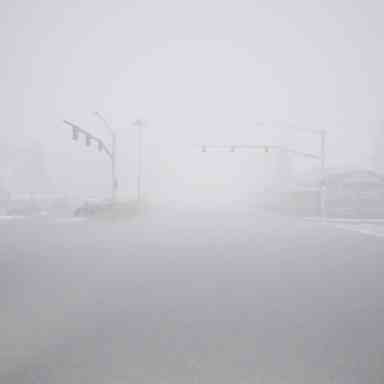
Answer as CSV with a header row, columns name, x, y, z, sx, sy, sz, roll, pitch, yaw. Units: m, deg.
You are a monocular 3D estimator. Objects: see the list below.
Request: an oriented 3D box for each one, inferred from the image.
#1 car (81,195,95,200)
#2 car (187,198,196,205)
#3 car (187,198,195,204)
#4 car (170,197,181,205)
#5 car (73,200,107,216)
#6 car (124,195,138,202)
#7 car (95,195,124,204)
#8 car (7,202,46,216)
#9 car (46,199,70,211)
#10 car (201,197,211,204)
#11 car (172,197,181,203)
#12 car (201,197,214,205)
name,x,y,z,sx,sy,sz,roll,pitch,yaw
car,-17.742,1.516,58.076,2.150,2.045,5.566,0,-1,0
car,-0.102,1.884,66.999,2.033,1.411,5.357,0,0,0
car,-0.232,1.984,77.468,1.895,1.301,4.718,0,0,0
car,-3.617,1.950,69.590,1.895,1.301,4.718,0,0,0
car,-10.704,1.777,34.643,1.895,1.301,4.718,0,0,0
car,-10.752,1.758,55.622,1.882,1.535,5.008,0,0,0
car,-10.729,1.574,43.516,2.097,1.767,4.553,0,0,0
car,-17.704,1.742,35.207,1.994,1.385,4.181,0,0,0
car,-17.729,1.712,43.920,2.128,1.511,4.902,0,0,0
car,3.269,1.940,77.323,1.994,1.385,4.181,0,0,0
car,-3.737,1.878,79.859,1.882,1.535,5.008,0,0,0
car,3.401,1.884,66.990,2.033,1.411,5.357,0,0,0
